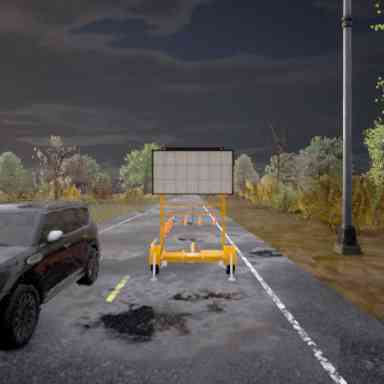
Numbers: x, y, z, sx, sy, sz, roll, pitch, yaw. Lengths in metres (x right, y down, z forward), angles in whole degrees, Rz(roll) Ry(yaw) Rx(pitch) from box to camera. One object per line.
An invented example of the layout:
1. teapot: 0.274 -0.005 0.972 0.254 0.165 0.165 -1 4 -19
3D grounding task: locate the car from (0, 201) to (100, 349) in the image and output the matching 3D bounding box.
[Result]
1. car: -3.484 1.235 6.621 2.150 2.045 5.566 0 0 0

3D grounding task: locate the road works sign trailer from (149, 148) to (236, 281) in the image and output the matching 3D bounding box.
1. road works sign trailer: 0.025 0.484 9.937 2.380 3.560 2.880 0 0 0
